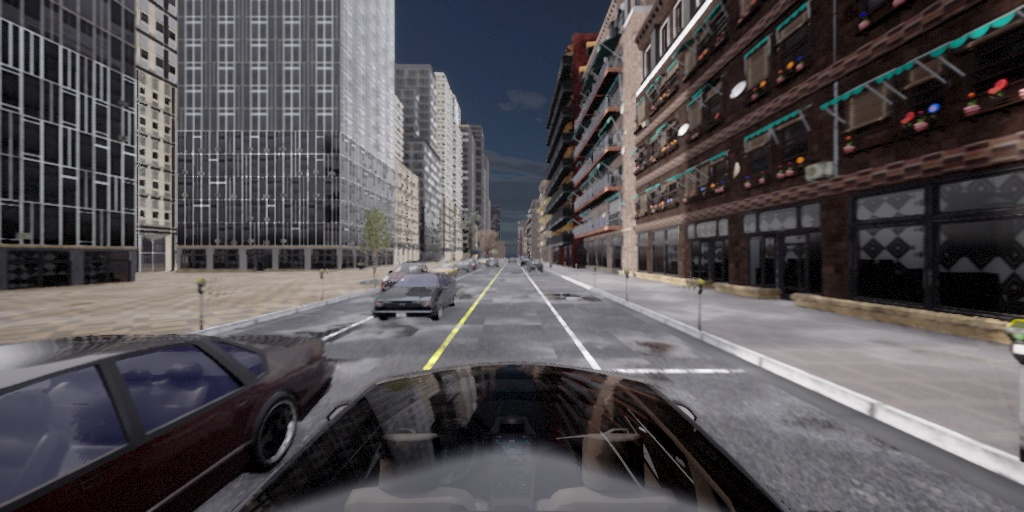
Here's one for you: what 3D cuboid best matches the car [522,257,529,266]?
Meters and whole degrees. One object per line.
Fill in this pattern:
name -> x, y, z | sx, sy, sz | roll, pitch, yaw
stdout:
car -> 2.731, 1.189, 47.461 | 2.007, 1.370, 4.403 | 0, 0, 0

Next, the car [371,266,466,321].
car -> -3.086, 1.265, 12.657 | 2.033, 1.411, 5.357 | 0, 0, 0

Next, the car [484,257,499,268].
car -> -3.008, 1.108, 56.476 | 2.128, 1.511, 4.902 | 0, 0, 1

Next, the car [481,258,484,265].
car -> -5.644, 1.172, 53.001 | 2.007, 1.370, 4.403 | 0, 0, 0

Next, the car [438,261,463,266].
car -> -5.666, 1.195, 30.702 | 1.751, 1.417, 4.829 | 0, 0, 0

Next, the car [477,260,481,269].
car -> -5.650, 1.073, 47.470 | 1.967, 1.591, 4.097 | 0, 0, 0

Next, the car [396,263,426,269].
car -> -5.677, 1.137, 19.806 | 1.967, 1.591, 4.097 | 0, 0, 0

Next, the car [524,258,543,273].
car -> 2.726, 1.201, 41.928 | 2.007, 1.370, 4.403 | 0, 0, 0

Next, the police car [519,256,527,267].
police car -> 2.423, 1.033, 62.836 | 1.930, 1.638, 5.238 | 0, 0, 0

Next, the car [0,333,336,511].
car -> -3.101, 1.295, 2.068 | 2.033, 1.411, 5.357 | 0, 0, 0

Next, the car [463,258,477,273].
car -> -5.655, 1.196, 41.937 | 2.007, 1.370, 4.403 | 0, 0, 0
